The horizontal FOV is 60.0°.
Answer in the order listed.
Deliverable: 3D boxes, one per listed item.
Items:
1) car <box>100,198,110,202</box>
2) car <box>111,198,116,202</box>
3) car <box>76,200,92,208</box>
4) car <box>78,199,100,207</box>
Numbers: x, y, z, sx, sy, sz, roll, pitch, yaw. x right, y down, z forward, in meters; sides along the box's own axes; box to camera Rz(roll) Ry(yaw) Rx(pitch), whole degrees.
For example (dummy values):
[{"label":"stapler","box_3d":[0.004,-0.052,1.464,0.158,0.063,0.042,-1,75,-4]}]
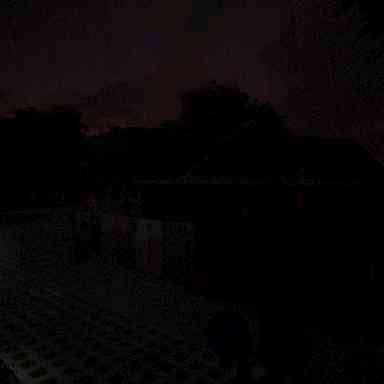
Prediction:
[{"label":"car","box_3d":[-19.193,2.312,70.515,1.837,1.490,4.892,0,-1,-6]},{"label":"car","box_3d":[-20.776,2.378,85.905,2.097,1.767,4.553,0,-1,-6]},{"label":"car","box_3d":[-21.341,2.284,66.006,1.882,1.535,5.008,0,-1,-6]},{"label":"car","box_3d":[-16.256,1.924,51.947,2.097,1.767,4.553,-2,-1,-6]}]
